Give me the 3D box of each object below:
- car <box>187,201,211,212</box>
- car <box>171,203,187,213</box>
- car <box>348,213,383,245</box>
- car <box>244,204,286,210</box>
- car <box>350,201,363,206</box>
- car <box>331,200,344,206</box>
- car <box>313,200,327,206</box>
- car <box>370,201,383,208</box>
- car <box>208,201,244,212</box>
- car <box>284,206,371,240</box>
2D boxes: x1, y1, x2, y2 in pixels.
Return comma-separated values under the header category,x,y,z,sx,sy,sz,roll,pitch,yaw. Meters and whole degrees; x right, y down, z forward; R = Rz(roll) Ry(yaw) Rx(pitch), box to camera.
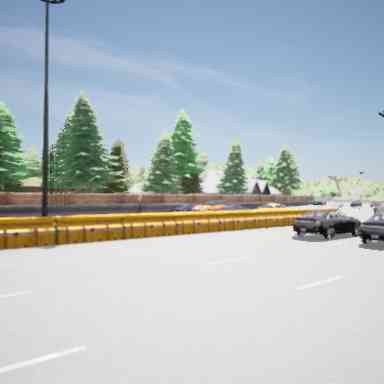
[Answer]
category,x,y,z,sx,sy,sz,roll,pitch,yaw
car,2.101,1.756,36.899,4.553,1.767,2.097,1,-1,-41
car,-0.407,1.976,39.346,4.181,1.385,1.994,1,-1,-41
car,9.751,1.730,15.760,4.902,1.511,2.128,1,-1,-38
car,7.722,1.876,32.491,5.008,1.535,1.882,1,-1,-41
car,32.566,2.418,65.832,1.994,1.385,4.181,0,-1,34
car,29.841,2.370,68.060,1.812,1.442,4.674,0,-1,34
car,27.098,2.420,70.263,1.895,1.301,4.718,0,-1,34
car,35.519,2.387,63.953,1.812,1.442,4.674,0,-1,34
car,4.147,1.953,34.039,4.181,1.385,1.994,1,-1,-41
car,7.603,1.744,18.522,4.902,1.511,2.128,1,-1,-38
